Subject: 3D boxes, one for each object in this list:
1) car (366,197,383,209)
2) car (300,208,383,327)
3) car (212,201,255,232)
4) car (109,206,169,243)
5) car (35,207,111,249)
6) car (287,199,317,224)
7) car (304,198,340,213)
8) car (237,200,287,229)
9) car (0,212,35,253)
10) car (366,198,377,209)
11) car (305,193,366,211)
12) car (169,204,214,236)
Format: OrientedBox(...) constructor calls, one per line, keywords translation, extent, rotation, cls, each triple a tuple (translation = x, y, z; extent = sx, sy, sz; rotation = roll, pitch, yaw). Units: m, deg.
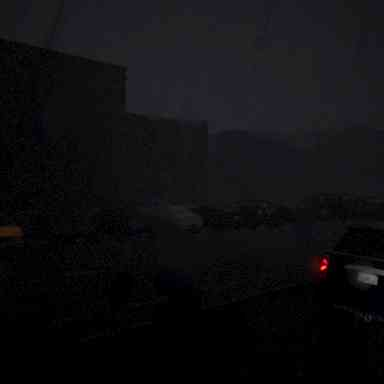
OrientedBox(translation=(14.491, 1.390, 29.224), extent=(2.163, 1.488, 4.792), rotation=(0, 0, -36), cls="car")
OrientedBox(translation=(4.383, 1.313, 6.256), extent=(4.553, 1.767, 2.097), rotation=(0, 0, -35), cls="car")
OrientedBox(translation=(1.039, 1.439, 19.595), extent=(2.163, 1.488, 4.792), rotation=(0, 0, -36), cls="car")
OrientedBox(translation=(-3.412, 1.465, 16.337), extent=(2.163, 1.488, 4.792), rotation=(0, 0, -36), cls="car")
OrientedBox(translation=(-5.652, 1.480, 14.734), extent=(2.163, 1.488, 4.792), rotation=(0, 0, -36), cls="car")
OrientedBox(translation=(5.543, 1.388, 22.777), extent=(2.097, 1.535, 5.008), rotation=(0, 0, -36), cls="car")
OrientedBox(translation=(7.798, 1.409, 24.361), extent=(2.163, 1.488, 4.792), rotation=(0, 0, -36), cls="car")
OrientedBox(translation=(3.316, 1.273, 21.150), extent=(2.185, 1.767, 4.553), rotation=(0, 0, -36), cls="car")
OrientedBox(translation=(-7.804, 1.464, 13.002), extent=(1.946, 1.575, 5.366), rotation=(0, 0, -36), cls="car")
OrientedBox(translation=(12.267, 1.406, 27.593), extent=(2.002, 1.452, 4.674), rotation=(0, 0, -36), cls="car")
OrientedBox(translation=(10.007, 1.121, 26.013), extent=(2.435, 2.045, 5.566), rotation=(0, 0, -36), cls="car")
OrientedBox(translation=(-1.214, 1.463, 17.943), extent=(2.002, 1.452, 4.674), rotation=(0, 0, -36), cls="car")
